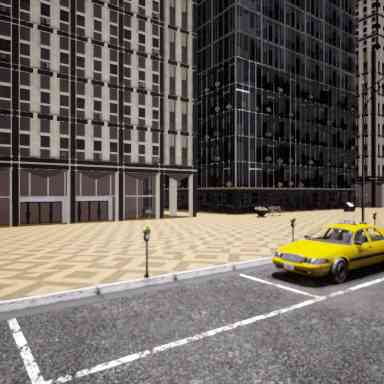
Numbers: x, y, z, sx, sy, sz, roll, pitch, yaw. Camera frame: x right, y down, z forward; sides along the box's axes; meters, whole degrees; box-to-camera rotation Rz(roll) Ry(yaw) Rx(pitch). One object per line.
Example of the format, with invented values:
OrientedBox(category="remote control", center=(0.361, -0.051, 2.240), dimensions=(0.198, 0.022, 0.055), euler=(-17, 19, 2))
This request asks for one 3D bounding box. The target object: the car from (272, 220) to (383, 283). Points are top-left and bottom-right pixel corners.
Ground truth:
OrientedBox(category="car", center=(4.366, 1.525, 9.631), dimensions=(4.829, 1.417, 1.752), euler=(0, 0, -35))
